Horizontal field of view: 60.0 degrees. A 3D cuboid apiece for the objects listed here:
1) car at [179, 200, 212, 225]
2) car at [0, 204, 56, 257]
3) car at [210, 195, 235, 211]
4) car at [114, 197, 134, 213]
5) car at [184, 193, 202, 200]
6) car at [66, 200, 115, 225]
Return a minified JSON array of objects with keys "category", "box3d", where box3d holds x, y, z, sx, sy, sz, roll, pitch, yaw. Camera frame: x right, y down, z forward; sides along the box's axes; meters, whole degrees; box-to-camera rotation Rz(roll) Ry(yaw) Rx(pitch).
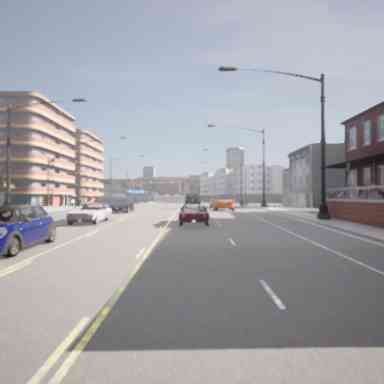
[{"category":"car","box3d":[0.122,1.456,22.498,1.895,1.301,4.718,0,1,0]},{"category":"car","box3d":[-7.031,1.326,12.731,2.097,1.767,4.553,0,0,1]},{"category":"car","box3d":[3.537,1.187,37.402,2.097,1.767,4.553,0,-1,0]},{"category":"car","box3d":[-6.967,1.309,33.200,1.837,1.490,4.892,0,0,0]},{"category":"car","box3d":[0.115,1.185,45.328,2.150,2.045,5.566,0,-1,0]},{"category":"car","box3d":[-6.977,1.450,22.888,1.895,1.301,4.718,0,1,0]}]
